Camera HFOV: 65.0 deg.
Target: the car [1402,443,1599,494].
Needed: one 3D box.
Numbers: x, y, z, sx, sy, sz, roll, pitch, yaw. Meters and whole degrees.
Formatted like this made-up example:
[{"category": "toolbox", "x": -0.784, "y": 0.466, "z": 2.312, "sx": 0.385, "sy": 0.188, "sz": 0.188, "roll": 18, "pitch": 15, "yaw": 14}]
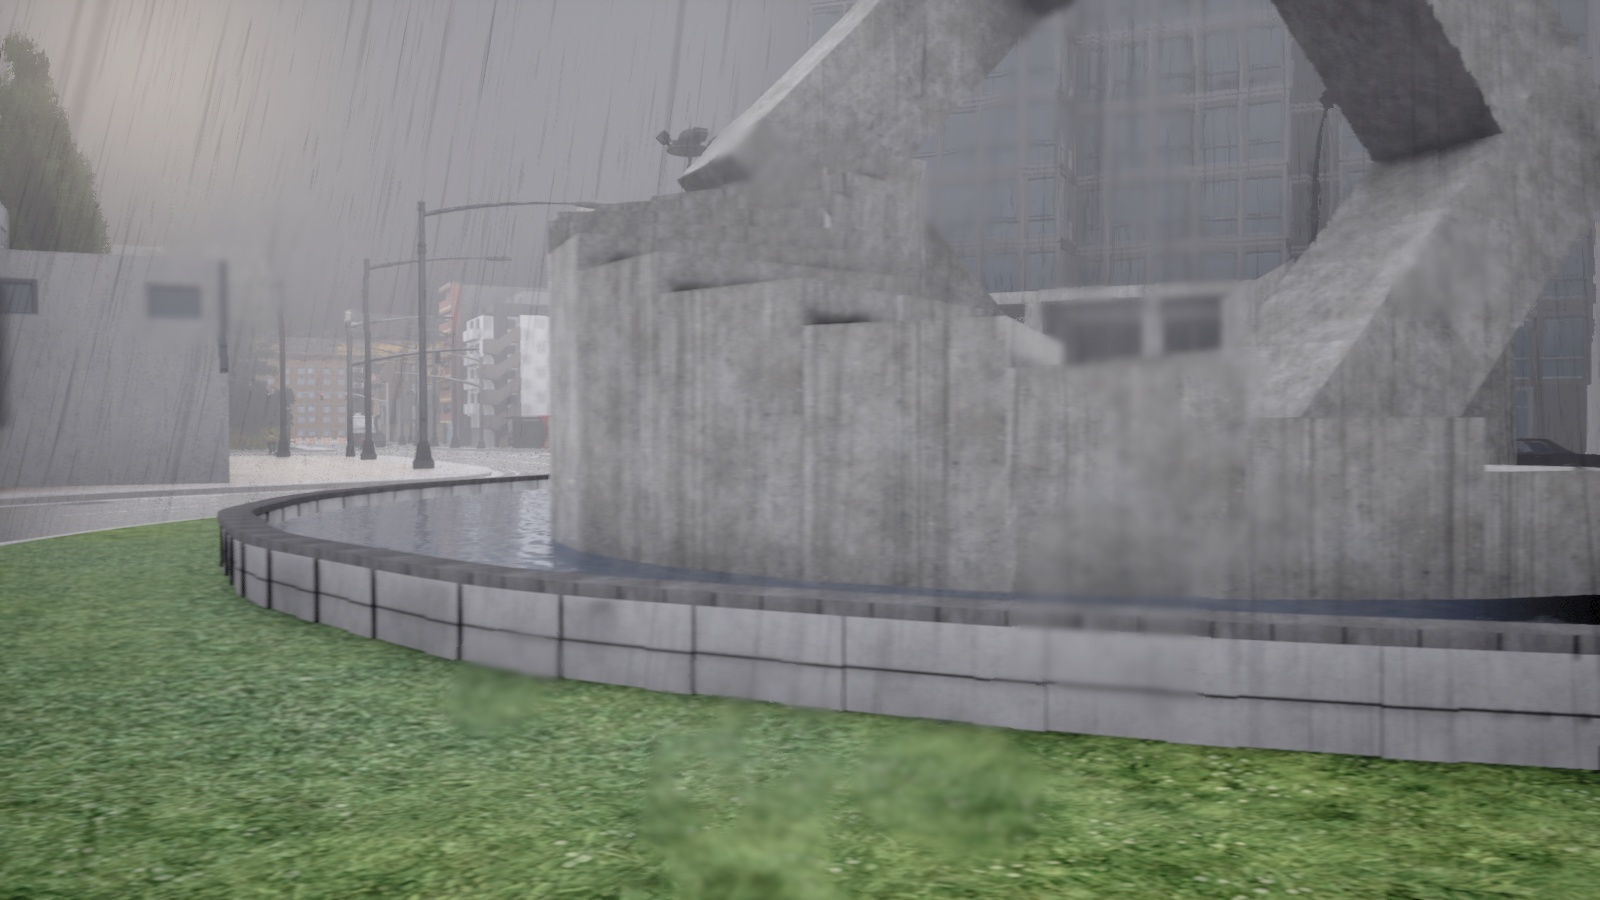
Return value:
[{"category": "car", "x": 19.219, "y": 0.472, "z": 34.298, "sx": 4.718, "sy": 1.301, "sz": 1.895, "roll": 0, "pitch": 1, "yaw": 14}]
